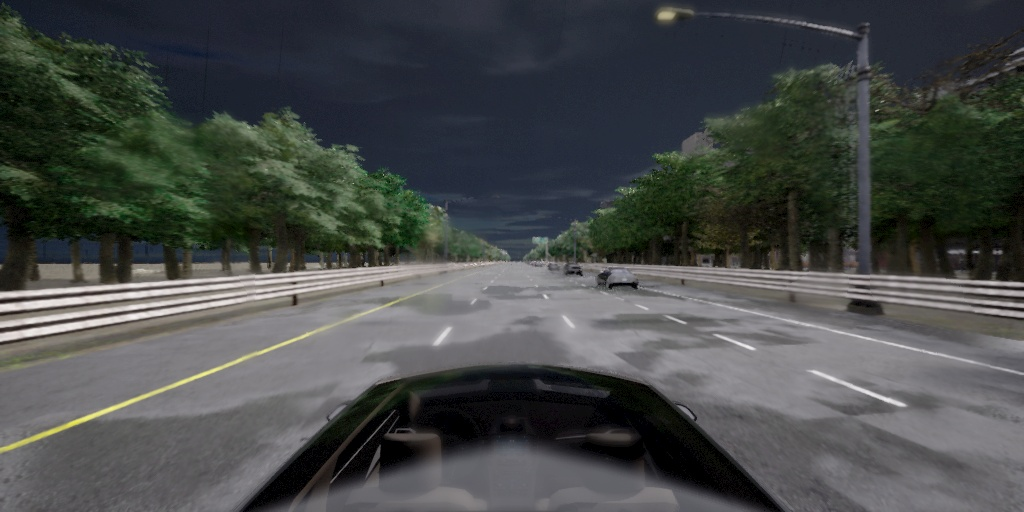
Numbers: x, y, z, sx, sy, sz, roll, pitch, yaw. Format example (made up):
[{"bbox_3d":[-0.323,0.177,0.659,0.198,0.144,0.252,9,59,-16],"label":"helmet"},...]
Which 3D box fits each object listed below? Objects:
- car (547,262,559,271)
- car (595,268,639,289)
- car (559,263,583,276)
[{"bbox_3d":[7.182,1.865,62.354,2.128,1.511,4.902,0,-1,0],"label":"car"},{"bbox_3d":[7.021,1.464,24.342,1.994,1.385,4.181,0,-1,0],"label":"car"},{"bbox_3d":[7.077,1.615,42.337,1.837,1.490,4.892,0,-1,0],"label":"car"}]
